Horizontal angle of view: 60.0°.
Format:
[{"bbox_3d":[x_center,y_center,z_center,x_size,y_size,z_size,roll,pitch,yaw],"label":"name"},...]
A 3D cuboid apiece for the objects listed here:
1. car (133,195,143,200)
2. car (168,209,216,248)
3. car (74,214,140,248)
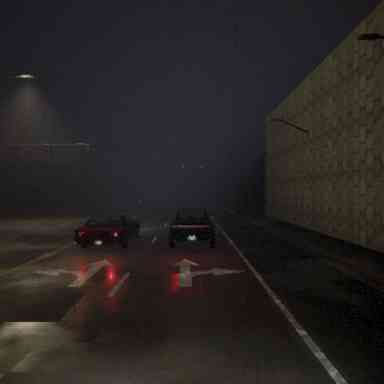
[{"bbox_3d":[-14.000,1.405,86.151,1.812,1.442,4.674,0,0,0],"label":"car"},{"bbox_3d":[0.000,1.493,14.650,2.128,1.511,4.902,0,0,0],"label":"car"},{"bbox_3d":[-3.500,1.614,14.680,1.895,1.301,4.718,0,0,0],"label":"car"}]
